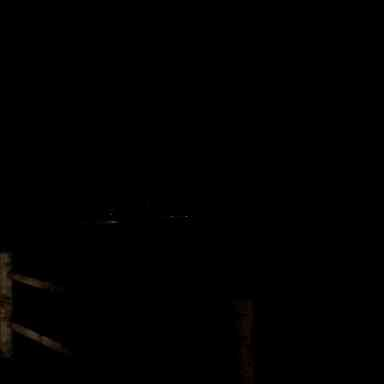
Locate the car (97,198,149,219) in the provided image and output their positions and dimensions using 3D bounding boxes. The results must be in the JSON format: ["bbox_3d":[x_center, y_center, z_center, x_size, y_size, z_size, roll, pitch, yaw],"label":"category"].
[{"bbox_3d":[-6.732,1.655,33.166,2.150,2.045,5.566,-1,-2,36],"label":"car"}]

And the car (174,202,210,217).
[{"bbox_3d":[0.046,1.880,37.430,2.097,1.767,4.553,-1,-1,36],"label":"car"}]

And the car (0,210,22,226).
[{"bbox_3d":[-14.388,1.813,22.703,1.895,1.301,4.718,-1,-1,36],"label":"car"}]

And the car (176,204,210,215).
[{"bbox_3d":[0.235,2.230,42.660,1.895,1.301,4.718,-1,-1,36],"label":"car"}]
